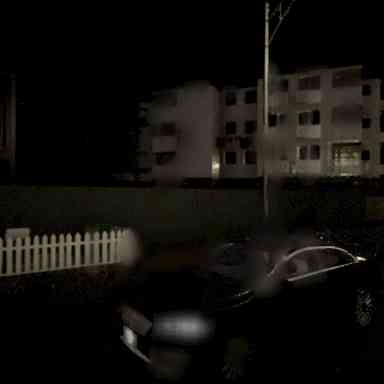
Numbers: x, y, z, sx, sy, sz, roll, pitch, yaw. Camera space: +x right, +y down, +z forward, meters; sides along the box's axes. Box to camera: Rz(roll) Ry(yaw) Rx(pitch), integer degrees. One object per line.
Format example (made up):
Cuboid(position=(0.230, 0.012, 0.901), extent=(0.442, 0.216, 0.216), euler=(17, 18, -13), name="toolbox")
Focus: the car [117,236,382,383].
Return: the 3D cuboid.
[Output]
Cuboid(position=(1.243, 1.531, 5.488), extent=(4.902, 1.511, 2.128), euler=(1, 0, -35), name="car")
